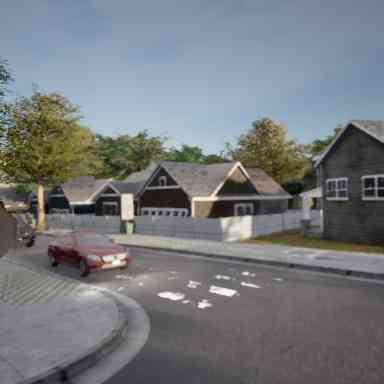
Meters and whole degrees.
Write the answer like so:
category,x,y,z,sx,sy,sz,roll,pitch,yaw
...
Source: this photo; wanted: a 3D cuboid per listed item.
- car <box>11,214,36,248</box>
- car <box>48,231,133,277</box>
category,x,y,z,sx,sy,sz,roll,pitch,yaw
car,-11.900,2.466,21.084,2.150,2.045,5.566,0,-3,-45
car,-4.258,2.324,13.405,1.812,1.442,4.674,0,-2,-43
